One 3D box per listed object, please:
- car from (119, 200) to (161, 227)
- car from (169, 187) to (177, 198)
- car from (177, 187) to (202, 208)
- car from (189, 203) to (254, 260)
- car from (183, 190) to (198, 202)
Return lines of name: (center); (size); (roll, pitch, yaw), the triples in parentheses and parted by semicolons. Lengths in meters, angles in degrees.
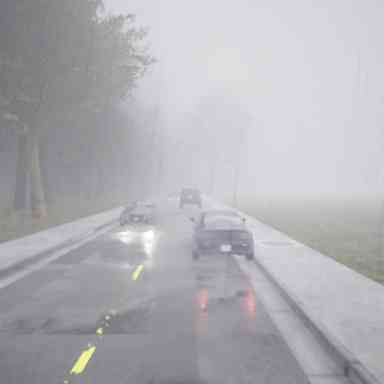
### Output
car: (-2.944, 1.186, 19.467); (1.994, 1.385, 4.181); (0, 1, 0)
car: (-3.081, 0.029, 61.766); (2.150, 2.045, 5.566); (0, 1, 0)
car: (-0.119, 0.560, 34.216); (2.150, 2.045, 5.566); (0, 1, 0)
car: (0.907, 1.305, 11.305); (1.812, 1.442, 4.674); (0, 1, 0)
car: (-0.211, 0.555, 48.499); (2.128, 1.511, 4.902); (0, 1, 0)
